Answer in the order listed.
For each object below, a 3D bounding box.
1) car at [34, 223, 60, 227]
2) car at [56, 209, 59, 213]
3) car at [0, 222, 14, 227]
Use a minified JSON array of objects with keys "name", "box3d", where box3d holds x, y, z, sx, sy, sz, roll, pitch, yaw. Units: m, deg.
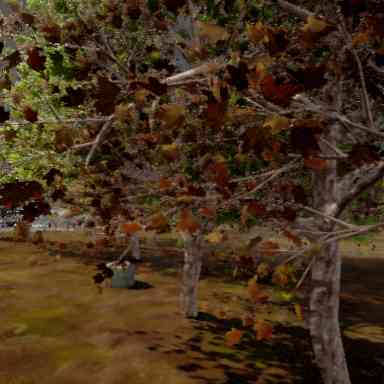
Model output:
[{"name":"car","box3d":[-16.909,4.511,35.983,5.566,2.045,2.435,1,1,17]},{"name":"car","box3d":[-31.115,4.216,71.218,2.435,2.045,5.566,0,1,19]},{"name":"car","box3d":[-18.795,4.510,33.574,5.566,2.045,2.435,1,1,17]}]
